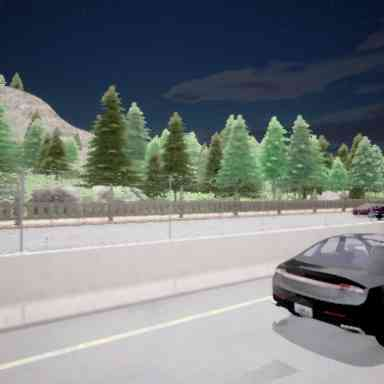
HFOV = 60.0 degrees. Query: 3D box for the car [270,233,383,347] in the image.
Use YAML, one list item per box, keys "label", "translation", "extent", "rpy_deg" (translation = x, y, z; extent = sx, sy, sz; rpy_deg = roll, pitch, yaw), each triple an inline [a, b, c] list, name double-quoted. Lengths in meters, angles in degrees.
- label: "car"
  translation: [3.621, 1.550, 6.327]
  extent: [4.902, 1.511, 2.128]
  rpy_deg: [1, 0, -35]
